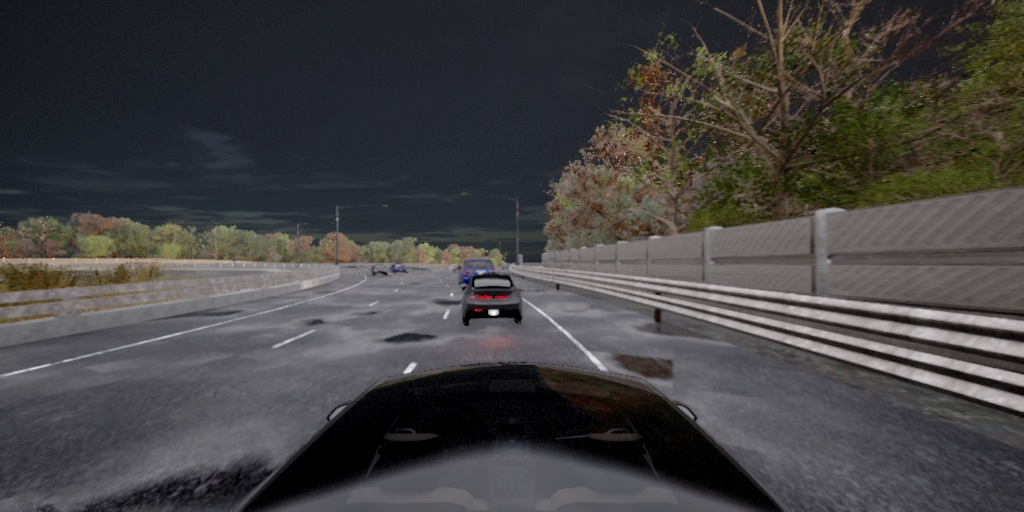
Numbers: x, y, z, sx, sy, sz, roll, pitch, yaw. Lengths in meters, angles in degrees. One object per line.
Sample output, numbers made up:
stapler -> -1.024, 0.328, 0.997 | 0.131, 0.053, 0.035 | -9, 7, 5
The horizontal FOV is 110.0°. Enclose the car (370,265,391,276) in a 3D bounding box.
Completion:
car -> -17.948, 1.858, 48.202 | 2.033, 1.411, 5.357 | 0, -1, -25

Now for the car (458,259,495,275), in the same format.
car -> -2.421, 1.216, 24.329 | 2.150, 2.045, 5.566 | 0, -1, -12

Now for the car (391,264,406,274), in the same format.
car -> -17.436, 1.902, 54.740 | 1.812, 1.442, 4.674 | 0, -1, -28

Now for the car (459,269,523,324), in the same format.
car -> -0.752, 1.370, 12.507 | 1.837, 1.490, 4.892 | 0, -1, -6
